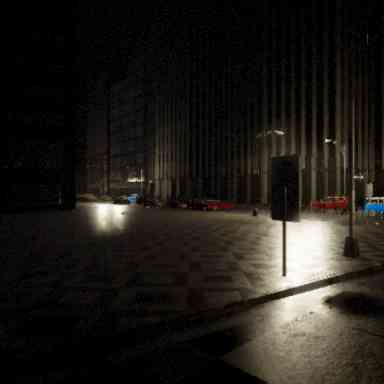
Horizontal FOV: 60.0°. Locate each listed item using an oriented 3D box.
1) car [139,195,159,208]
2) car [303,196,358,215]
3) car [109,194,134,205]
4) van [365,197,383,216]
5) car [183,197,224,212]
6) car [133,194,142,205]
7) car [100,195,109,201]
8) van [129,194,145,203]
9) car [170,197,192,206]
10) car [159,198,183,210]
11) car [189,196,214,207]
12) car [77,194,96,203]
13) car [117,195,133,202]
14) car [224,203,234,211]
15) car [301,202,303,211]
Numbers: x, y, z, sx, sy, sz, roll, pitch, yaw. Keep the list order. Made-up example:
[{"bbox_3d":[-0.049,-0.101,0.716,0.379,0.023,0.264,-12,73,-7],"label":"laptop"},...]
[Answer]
[{"bbox_3d":[-5.429,1.470,48.284,1.967,1.590,4.097,0,0,-36],"label":"car"},{"bbox_3d":[14.826,1.364,35.150,2.192,1.841,5.009,0,0,-36],"label":"car"},{"bbox_3d":[-12.115,1.572,57.366,2.008,1.369,4.403,0,0,-36],"label":"car"},{"bbox_3d":[18.170,1.391,30.607,1.690,1.788,3.998,0,0,-36],"label":"van"},{"bbox_3d":[1.258,1.581,39.200,1.887,1.381,4.507,0,0,-36],"label":"car"},{"bbox_3d":[-7.432,1.432,55.505,2.097,1.767,4.553,0,0,-36],"label":"car"},{"bbox_3d":[-22.067,1.496,85.282,1.752,1.417,4.829,1,0,-35],"label":"car"},{"bbox_3d":[-11.921,1.353,71.487,1.690,1.788,3.998,0,0,-36],"label":"van"},{"bbox_3d":[-1.892,1.615,57.861,1.802,1.307,4.206,0,0,-36],"label":"car"},{"bbox_3d":[-2.086,1.615,43.741,1.802,1.307,4.206,0,0,-36],"label":"car"},{"bbox_3d":[1.453,1.477,53.318,1.967,1.590,4.097,0,0,-36],"label":"car"},{"bbox_3d":[-22.143,1.309,70.992,2.192,1.841,5.009,0,0,-36],"label":"car"},{"bbox_3d":[-15.366,1.525,76.168,1.752,1.417,4.829,0,0,-36],"label":"car"},{"bbox_3d":[3.010,1.638,41.165,1.895,1.301,4.718,0,0,-36],"label":"car"},{"bbox_3d":[11.482,1.612,39.692,1.947,1.339,4.313,0,0,-36],"label":"car"}]
